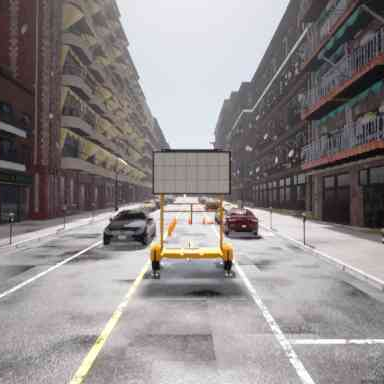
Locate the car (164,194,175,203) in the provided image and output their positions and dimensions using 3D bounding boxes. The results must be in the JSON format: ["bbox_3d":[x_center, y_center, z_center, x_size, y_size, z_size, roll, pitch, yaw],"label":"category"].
[{"bbox_3d":[-5.308,1.527,79.593,2.192,1.841,5.009,1,0,0],"label":"car"}]

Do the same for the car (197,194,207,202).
[{"bbox_3d":[2.536,1.552,85.066,2.192,1.841,5.009,1,0,0],"label":"car"}]

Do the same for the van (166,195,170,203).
[{"bbox_3d":[-5.303,1.460,57.470,1.690,1.788,3.998,2,0,0],"label":"van"}]

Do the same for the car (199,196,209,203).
[{"bbox_3d":[2.578,1.627,74.004,1.967,1.590,4.097,1,0,0],"label":"car"}]

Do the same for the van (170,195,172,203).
[{"bbox_3d":[-5.305,1.482,63.002,1.690,1.788,3.998,1,0,0],"label":"van"}]

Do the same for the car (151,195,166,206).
[{"bbox_3d":[-5.300,1.400,46.412,2.192,1.841,5.009,2,0,0],"label":"car"}]

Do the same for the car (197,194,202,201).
[{"bbox_3d":[2.569,1.707,68.472,1.887,1.381,4.507,1,0,0],"label":"car"}]

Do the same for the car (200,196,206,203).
[{"bbox_3d":[2.574,1.635,46.350,2.008,1.369,4.403,1,0,0],"label":"car"}]

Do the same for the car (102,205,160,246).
[{"bbox_3d":[-2.753,1.540,15.428,1.812,1.442,4.674,0,0,0],"label":"car"}]

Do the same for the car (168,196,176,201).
[{"bbox_3d":[-5.318,1.831,90.654,1.947,1.339,4.313,1,0,0],"label":"car"}]

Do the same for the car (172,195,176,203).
[{"bbox_3d":[-5.307,1.502,74.063,2.192,1.841,5.009,1,0,0],"label":"car"}]

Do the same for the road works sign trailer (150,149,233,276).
[{"bbox_3d":[-0.012,0.473,10.367,2.380,3.560,2.880,0,0,0],"label":"road works sign trailer"}]

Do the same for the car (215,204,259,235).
[{"bbox_3d":[2.581,1.565,18.696,1.887,1.381,4.507,1,0,0],"label":"car"}]

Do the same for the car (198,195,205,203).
[{"bbox_3d":[2.570,1.685,62.942,1.887,1.381,4.507,1,0,0],"label":"car"}]

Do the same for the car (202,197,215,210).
[{"bbox_3d":[2.575,1.614,40.818,1.887,1.381,4.507,1,0,0],"label":"car"}]

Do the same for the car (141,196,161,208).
[{"bbox_3d":[-5.304,1.595,40.709,1.752,1.417,4.829,2,0,0],"label":"car"}]

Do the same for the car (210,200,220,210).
[{"bbox_3d":[2.580,1.555,24.398,1.752,1.417,4.829,1,0,0],"label":"car"}]
